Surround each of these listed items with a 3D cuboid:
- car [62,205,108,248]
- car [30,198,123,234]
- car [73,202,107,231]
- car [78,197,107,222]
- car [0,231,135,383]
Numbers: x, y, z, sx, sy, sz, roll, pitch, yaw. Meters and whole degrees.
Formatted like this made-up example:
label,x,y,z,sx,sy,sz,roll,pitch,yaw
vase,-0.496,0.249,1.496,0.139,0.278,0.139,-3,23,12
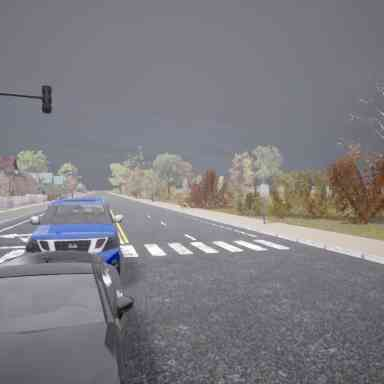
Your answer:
label,x,y,z,sx,sy,sz,roll,pitch,yaw
car,-5.035,1.498,16.036,1.837,1.490,4.892,0,0,-15
car,-3.362,1.218,9.968,2.150,2.045,5.566,0,0,-15
car,-6.617,1.467,21.778,1.882,1.535,5.008,0,0,-16
car,-8.192,1.337,27.507,2.097,1.767,4.553,0,0,-15
car,-1.708,1.524,3.883,1.812,1.442,4.674,0,0,-13
